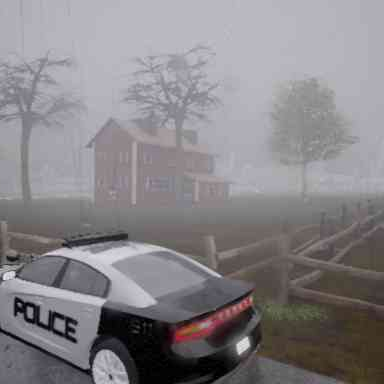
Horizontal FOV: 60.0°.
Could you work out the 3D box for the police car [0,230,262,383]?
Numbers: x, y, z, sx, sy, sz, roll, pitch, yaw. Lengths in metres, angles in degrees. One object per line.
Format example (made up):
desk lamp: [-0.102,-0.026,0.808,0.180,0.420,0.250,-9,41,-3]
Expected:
police car: [-1.557,1.437,5.078,5.238,1.638,1.930,0,0,36]
